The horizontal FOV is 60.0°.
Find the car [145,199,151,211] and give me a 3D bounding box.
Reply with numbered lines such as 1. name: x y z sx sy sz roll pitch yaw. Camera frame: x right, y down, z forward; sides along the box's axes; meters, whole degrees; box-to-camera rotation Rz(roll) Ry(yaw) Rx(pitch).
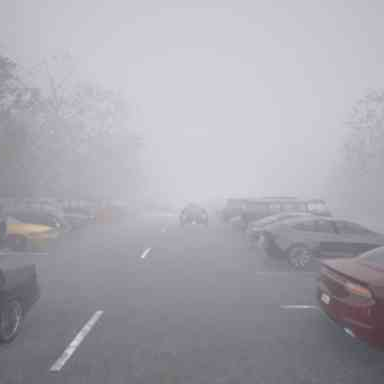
1. car: -8.483 1.983 44.123 5.008 1.535 2.097 0 -1 0

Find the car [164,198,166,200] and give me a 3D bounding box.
1. car: -8.489 2.505 68.916 4.792 1.488 2.163 0 -1 0

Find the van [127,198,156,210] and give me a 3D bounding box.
1. van: -8.359 1.968 55.206 4.442 1.987 1.878 0 -1 0

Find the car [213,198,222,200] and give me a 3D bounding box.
1. car: 4.609 1.645 32.905 4.553 1.767 2.185 0 -1 0

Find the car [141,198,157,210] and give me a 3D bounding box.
1. car: -8.454 1.837 49.668 5.566 2.045 2.435 0 -1 0

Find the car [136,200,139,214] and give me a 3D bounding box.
1. car: -8.496 1.865 35.814 4.674 1.452 2.002 0 -1 0

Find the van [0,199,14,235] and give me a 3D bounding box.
1. van: -8.644 1.286 10.906 4.442 1.987 1.878 0 0 0

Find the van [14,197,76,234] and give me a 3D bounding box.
1. van: -8.404 1.302 16.445 4.442 1.987 1.878 0 0 0

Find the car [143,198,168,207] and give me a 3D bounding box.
1. car: -8.479 2.449 77.355 5.566 2.045 2.435 0 -2 0

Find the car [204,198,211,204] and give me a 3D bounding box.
1. car: 4.779 2.032 46.781 5.366 1.575 1.946 0 -1 0

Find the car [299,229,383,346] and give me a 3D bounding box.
1. car: 4.541 1.496 5.163 5.008 1.535 2.097 0 0 0

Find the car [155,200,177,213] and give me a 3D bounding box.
1. car: -3.533 2.135 45.733 1.895 1.301 4.718 0 -1 0

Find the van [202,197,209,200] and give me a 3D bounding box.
1. van: 4.490 2.020 57.888 4.442 1.987 1.878 0 -1 0

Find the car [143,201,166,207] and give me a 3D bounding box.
1. car: -8.425 2.653 74.579 4.792 1.488 2.163 0 -2 0

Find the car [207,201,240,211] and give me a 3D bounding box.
1. car: 4.626 2.117 49.556 4.792 1.488 2.163 0 -1 0

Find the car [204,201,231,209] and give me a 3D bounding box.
1. car: 4.581 2.328 60.660 4.792 1.488 2.163 0 -1 0

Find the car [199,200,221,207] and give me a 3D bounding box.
1. car: 4.450 2.851 82.852 5.366 1.575 1.946 0 -2 0

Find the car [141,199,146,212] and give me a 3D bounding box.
1. car: -8.495 1.968 41.228 4.674 1.452 2.002 0 -1 0

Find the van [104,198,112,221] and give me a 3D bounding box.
1. van: -8.628 1.389 24.740 4.442 1.987 1.878 0 -1 0

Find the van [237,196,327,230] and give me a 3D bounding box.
1. van: 4.675 1.303 16.268 4.442 1.987 1.878 0 0 0

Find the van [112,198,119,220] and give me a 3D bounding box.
1. van: -8.625 1.439 27.384 4.442 1.987 1.878 0 -1 0

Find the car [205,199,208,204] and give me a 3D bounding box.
1. car: 4.584 1.983 44.006 4.892 1.521 2.231 0 -1 0

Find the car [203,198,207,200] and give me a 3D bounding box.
1. car: 4.633 2.223 55.108 4.792 1.488 2.163 0 -1 0

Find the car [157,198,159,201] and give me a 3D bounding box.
1. car: -8.451 1.890 52.438 5.566 2.045 2.435 0 -1 0

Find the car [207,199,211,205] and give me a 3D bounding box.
1. car: 4.770 1.873 38.454 5.366 1.575 1.946 0 -1 0

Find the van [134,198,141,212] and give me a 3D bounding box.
1. van: -8.612 1.650 38.463 4.442 1.987 1.878 0 -1 0

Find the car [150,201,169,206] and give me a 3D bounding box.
1. car: -8.438 2.971 85.653 4.674 1.452 2.002 0 -2 0

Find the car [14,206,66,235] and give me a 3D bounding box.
1. car: -8.339 1.517 13.676 5.366 1.575 1.946 0 0 0

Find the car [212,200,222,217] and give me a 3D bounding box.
1. car: 4.580 1.718 30.127 5.008 1.535 2.097 0 -1 0

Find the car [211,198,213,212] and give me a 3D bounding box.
1. car: 4.612 1.698 35.681 4.553 1.767 2.185 0 -1 0

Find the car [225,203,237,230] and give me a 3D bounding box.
1. car: 4.533 1.566 19.050 4.792 1.488 2.163 0 -1 0

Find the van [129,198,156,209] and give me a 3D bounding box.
1. van: -8.589 2.021 57.976 4.442 1.987 1.878 0 -1 0

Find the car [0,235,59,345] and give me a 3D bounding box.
1. car: -3.590 1.559 3.676 2.033 1.411 5.357 0 0 0

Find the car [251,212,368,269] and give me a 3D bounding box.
1. car: 4.582 1.542 10.714 4.792 1.488 2.163 0 0 0

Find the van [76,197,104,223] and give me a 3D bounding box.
1. van: -8.398 1.334 21.837 4.442 1.987 1.878 0 -1 0

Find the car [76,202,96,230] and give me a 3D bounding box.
1. car: -8.523 1.536 19.215 5.008 1.535 2.097 0 0 0

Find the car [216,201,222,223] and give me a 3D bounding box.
1. car: 4.569 1.705 27.351 4.674 1.452 2.002 0 -1 0

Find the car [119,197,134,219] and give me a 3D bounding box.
1. car: -8.477 1.466 30.155 5.566 2.045 2.435 0 -1 0

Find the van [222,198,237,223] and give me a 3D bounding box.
1. van: 4.685 1.387 24.580 4.442 1.987 1.878 0 -1 0

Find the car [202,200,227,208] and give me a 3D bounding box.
1. car: 4.808 2.543 71.630 5.366 1.575 1.946 0 -2 0

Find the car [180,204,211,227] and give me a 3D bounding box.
1. car: 0.128 1.714 23.713 1.895 1.301 4.718 0 -1 0

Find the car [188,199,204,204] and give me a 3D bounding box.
1. car: 0.159 1.953 41.241 1.837 1.490 4.892 0 -2 0

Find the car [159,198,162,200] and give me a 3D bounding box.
1. car: -8.475 2.299 60.741 5.008 1.535 2.097 0 -1 0

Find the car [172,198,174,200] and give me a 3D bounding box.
1. car: -8.426 3.157 93.838 5.008 1.535 2.097 0 -2 0

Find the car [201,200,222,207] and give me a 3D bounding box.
1. car: 4.626 2.778 80.076 4.892 1.521 2.231 0 -2 0

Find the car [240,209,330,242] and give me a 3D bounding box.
1. car: 4.553 1.560 13.491 4.674 1.452 2.002 0 0 0

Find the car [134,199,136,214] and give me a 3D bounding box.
1. car: -8.496 1.772 33.044 5.008 1.535 2.097 0 -1 0

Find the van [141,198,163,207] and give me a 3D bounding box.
1. van: -8.574 2.320 71.693 4.442 1.987 1.878 0 -1 0
